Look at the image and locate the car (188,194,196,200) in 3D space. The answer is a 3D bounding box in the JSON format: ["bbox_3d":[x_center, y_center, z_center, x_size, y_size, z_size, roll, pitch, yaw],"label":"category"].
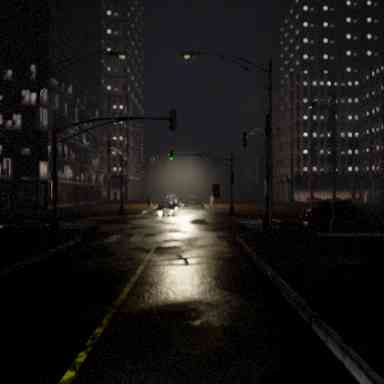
[{"bbox_3d":[-0.004,1.268,81.515,2.033,1.411,5.357,0,0,0],"label":"car"}]

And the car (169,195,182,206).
[{"bbox_3d":[-3.083,1.291,50.332,2.097,1.767,4.553,0,0,0],"label":"car"}]

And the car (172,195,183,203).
[{"bbox_3d":[-3.003,1.449,70.904,2.033,1.411,5.357,0,0,0],"label":"car"}]

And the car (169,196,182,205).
[{"bbox_3d":[-3.016,1.473,60.594,2.033,1.411,5.357,0,0,0],"label":"car"}]

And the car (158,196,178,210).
[{"bbox_3d":[-3.109,1.515,41.175,1.994,1.385,4.181,0,0,-1],"label":"car"}]

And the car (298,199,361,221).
[{"bbox_3d":[10.939,1.386,26.650,4.553,1.767,2.097,0,0,-1],"label":"car"}]

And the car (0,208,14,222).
[{"bbox_3d":[-15.052,1.374,23.032,5.008,1.535,1.882,0,0,-2],"label":"car"}]

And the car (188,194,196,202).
[{"bbox_3d":[-0.002,1.498,71.541,1.895,1.301,4.718,0,0,0],"label":"car"}]
